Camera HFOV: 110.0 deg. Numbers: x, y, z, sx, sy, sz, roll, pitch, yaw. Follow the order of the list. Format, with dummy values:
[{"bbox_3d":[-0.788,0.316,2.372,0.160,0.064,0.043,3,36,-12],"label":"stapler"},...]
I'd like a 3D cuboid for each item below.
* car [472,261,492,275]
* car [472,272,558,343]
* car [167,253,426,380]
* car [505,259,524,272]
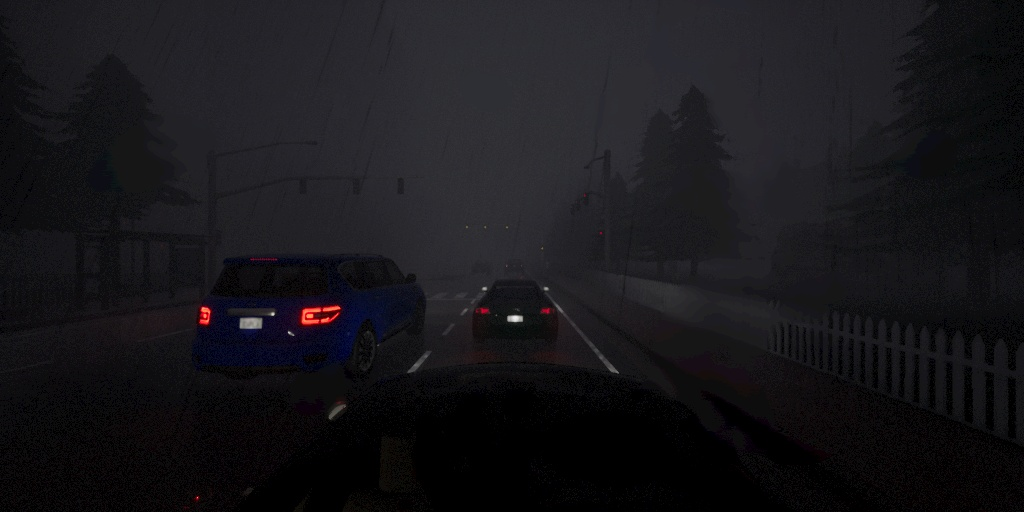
[{"bbox_3d":[-3.246,1.235,38.869,2.128,1.511,4.902,0,0,0],"label":"car"},{"bbox_3d":[0.091,1.310,9.664,1.994,1.385,4.181,0,0,1],"label":"car"},{"bbox_3d":[-3.403,0.970,7.385,2.150,2.045,5.566,0,0,0],"label":"car"},{"bbox_3d":[0.259,1.088,39.874,2.097,1.767,4.553,0,0,0],"label":"car"}]
